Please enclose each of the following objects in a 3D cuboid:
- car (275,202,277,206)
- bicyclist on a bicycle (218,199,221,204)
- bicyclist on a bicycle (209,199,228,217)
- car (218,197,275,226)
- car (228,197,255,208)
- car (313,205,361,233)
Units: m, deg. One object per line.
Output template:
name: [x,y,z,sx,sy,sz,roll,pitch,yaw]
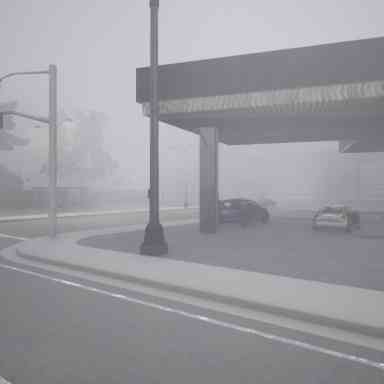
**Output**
car: [10.459,1.547,48.004,2.033,1.411,5.357,0,0,37]
bicyclist on a bicycle: [2.495,1.387,29.719,0.582,1.620,1.656,0,-9,-36]
bicyclist on a bicycle: [2.456,1.453,30.454,1.656,1.620,0.582,0,0,18]
car: [3.376,1.295,22.064,2.242,1.667,4.611,0,0,37]
car: [7.471,1.505,49.853,1.837,1.490,4.892,0,0,36]
car: [8.450,1.456,19.265,1.970,1.475,3.806,0,0,37]
